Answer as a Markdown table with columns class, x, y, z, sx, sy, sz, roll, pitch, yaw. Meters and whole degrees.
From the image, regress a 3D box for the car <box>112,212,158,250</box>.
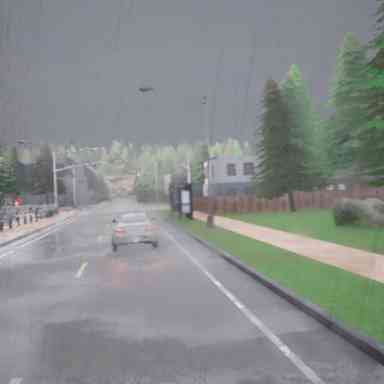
| class | x | y | z | sx | sy | sz | roll | pitch | yaw |
| --- | --- | --- | --- | --- | --- | --- | --- | --- | --- |
| car | -2.570 | 1.618 | 14.884 | 1.812 | 1.442 | 4.674 | -3 | 0 | -11 |
